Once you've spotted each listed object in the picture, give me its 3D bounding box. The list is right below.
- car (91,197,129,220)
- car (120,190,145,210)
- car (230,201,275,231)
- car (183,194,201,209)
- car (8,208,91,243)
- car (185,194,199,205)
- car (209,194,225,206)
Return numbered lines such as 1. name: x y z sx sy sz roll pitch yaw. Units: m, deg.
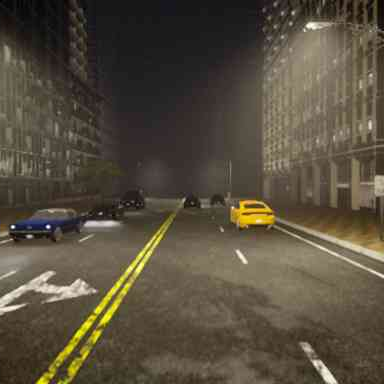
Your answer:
1. car: -6.494 1.326 25.664 1.994 1.385 4.181 0 1 1
2. car: -6.465 0.861 36.409 2.150 2.045 5.566 0 1 0
3. car: 3.369 1.270 19.236 1.882 1.535 5.008 0 1 0
4. car: 0.039 1.160 37.843 1.994 1.385 4.181 0 1 0
5. car: -6.561 1.476 15.660 1.895 1.301 4.718 0 1 0
6. car: 0.055 1.035 48.570 1.994 1.385 4.181 0 1 0
7. car: 3.350 1.015 44.183 1.837 1.490 4.892 0 1 1
